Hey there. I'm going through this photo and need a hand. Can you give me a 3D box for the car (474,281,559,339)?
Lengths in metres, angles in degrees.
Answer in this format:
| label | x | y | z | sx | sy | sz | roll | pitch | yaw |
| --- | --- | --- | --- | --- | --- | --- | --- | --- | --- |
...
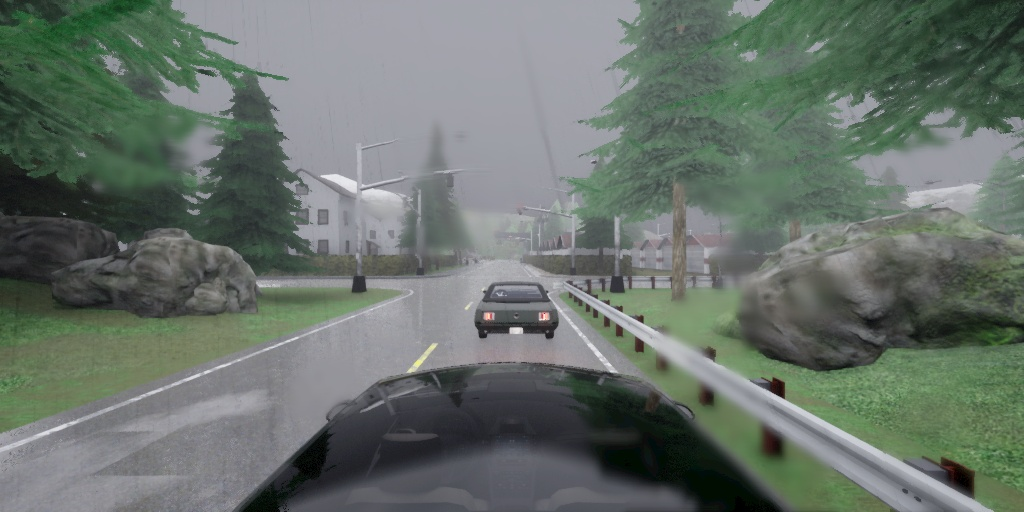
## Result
| label | x | y | z | sx | sy | sz | roll | pitch | yaw |
| --- | --- | --- | --- | --- | --- | --- | --- | --- | --- |
| car | 0.106 | 1.351 | 10.081 | 1.895 | 1.301 | 4.718 | 0 | 0 | 0 |
